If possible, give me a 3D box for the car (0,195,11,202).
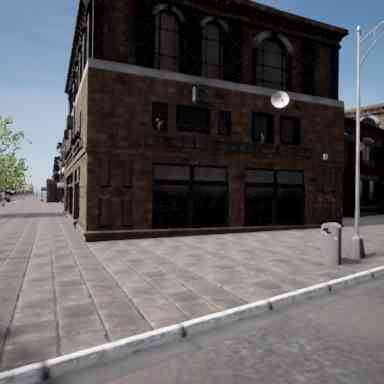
[{"bbox_3d":[-43.939,1.500,78.221,2.192,1.841,5.009,1,-1,-23],"label":"car"}]
